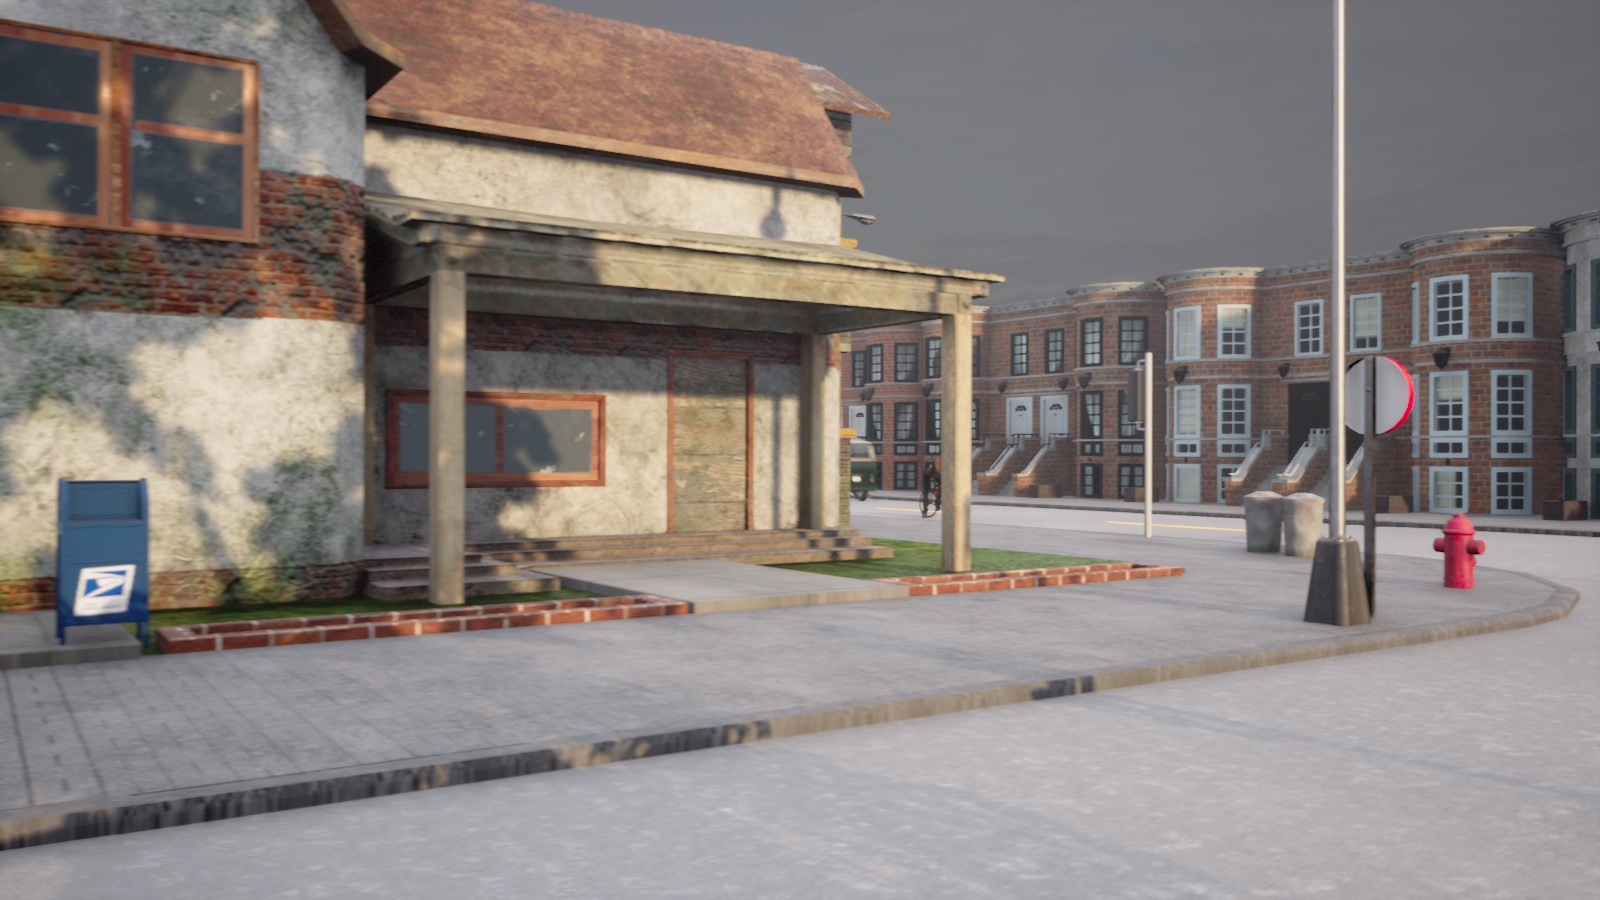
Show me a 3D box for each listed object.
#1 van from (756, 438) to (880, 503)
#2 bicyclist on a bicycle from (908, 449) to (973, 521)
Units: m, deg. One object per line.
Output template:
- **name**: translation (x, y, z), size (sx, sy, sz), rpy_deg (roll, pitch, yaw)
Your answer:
- **van**: translation (0.510, 0.629, 40.549), size (1.775, 1.987, 4.442), rpy_deg (0, 0, -34)
- **bicyclist on a bicycle**: translation (3.262, 0.790, 29.251), size (0.582, 1.620, 1.656), rpy_deg (0, 0, -34)
